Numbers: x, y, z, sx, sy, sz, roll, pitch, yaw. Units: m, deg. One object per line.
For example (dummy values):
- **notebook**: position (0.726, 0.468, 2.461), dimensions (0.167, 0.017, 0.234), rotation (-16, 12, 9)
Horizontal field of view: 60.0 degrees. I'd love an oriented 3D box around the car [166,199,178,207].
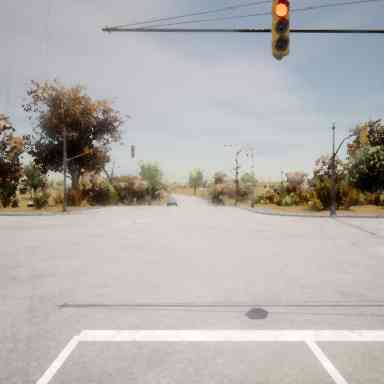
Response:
- **car**: position (-3.500, 1.930, 59.063), dimensions (2.033, 1.411, 5.357), rotation (0, -2, 0)
